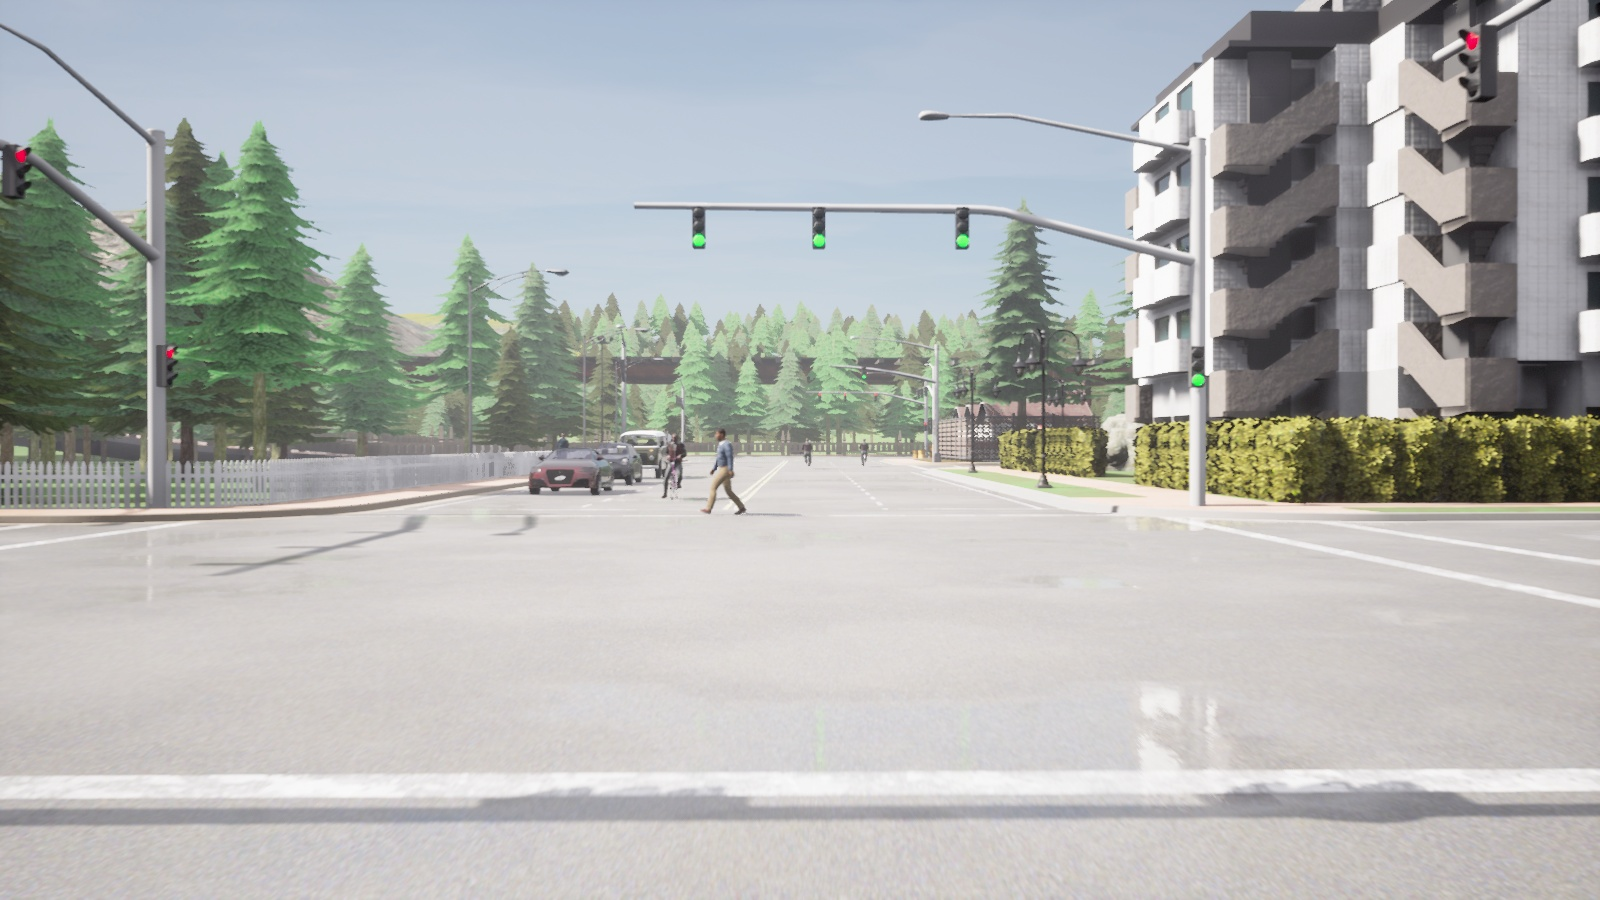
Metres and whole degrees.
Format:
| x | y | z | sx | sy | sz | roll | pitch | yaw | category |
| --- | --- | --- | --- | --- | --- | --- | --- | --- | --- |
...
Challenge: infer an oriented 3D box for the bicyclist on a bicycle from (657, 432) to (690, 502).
| x | y | z | sx | sy | sz | roll | pitch | yaw | category |
| --- | --- | --- | --- | --- | --- | --- | --- | --- | --- |
| -3.299 | 0.429 | 32.822 | 0.659 | 1.776 | 1.843 | 0 | 0 | 0 | bicyclist on a bicycle |

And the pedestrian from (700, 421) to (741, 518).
| x | y | z | sx | sy | sz | roll | pitch | yaw | category |
| --- | --- | --- | --- | --- | --- | --- | --- | --- | --- |
| -1.620 | 0.399 | 25.490 | 0.788 | 1.949 | 0.423 | 0 | 0 | -9 | pedestrian |

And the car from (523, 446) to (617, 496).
| x | y | z | sx | sy | sz | roll | pitch | yaw | category |
| --- | --- | --- | --- | --- | --- | --- | --- | --- | --- |
| -6.773 | 0.594 | 37.405 | 1.994 | 1.385 | 4.181 | 0 | 0 | 0 | car |

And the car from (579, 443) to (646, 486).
| x | y | z | sx | sy | sz | roll | pitch | yaw | category |
| --- | --- | --- | --- | --- | --- | --- | --- | --- | --- |
| -6.728 | 0.499 | 45.349 | 1.845 | 1.501 | 3.633 | 0 | 0 | 0 | car |

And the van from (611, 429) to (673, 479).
| x | y | z | sx | sy | sz | roll | pitch | yaw | category |
| --- | --- | --- | --- | --- | --- | --- | --- | --- | --- |
| -6.679 | 0.163 | 53.579 | 2.069 | 2.038 | 4.480 | 0 | 0 | 1 | van |
